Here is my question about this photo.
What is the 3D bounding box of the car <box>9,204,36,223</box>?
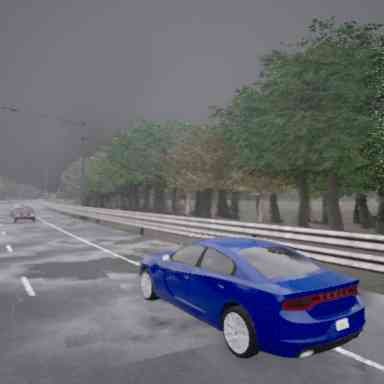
[{"bbox_3d":[-16.070,2.101,31.758,2.033,1.411,5.357,1,-1,-30],"label":"car"}]

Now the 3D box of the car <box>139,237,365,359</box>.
[{"bbox_3d":[0.630,1.611,6.441,1.882,1.535,5.008,1,-1,-33],"label":"car"}]
